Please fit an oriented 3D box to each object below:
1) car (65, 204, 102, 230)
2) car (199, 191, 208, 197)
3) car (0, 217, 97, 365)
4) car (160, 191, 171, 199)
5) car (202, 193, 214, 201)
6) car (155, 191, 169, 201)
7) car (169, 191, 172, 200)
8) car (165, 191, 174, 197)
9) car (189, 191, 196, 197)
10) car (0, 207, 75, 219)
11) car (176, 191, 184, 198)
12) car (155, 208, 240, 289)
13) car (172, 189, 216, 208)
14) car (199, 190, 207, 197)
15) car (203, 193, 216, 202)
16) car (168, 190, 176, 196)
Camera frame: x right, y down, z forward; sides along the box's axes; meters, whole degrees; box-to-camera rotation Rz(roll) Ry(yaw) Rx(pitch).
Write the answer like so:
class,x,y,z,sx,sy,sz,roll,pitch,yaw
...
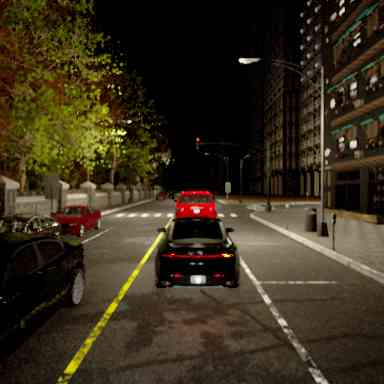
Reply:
class,x,y,z,sx,sy,sz,roll,pitch,yaw
car,-5.793,1.337,16.486,1.887,1.381,4.507,0,1,0
car,2.823,0.563,82.550,1.887,1.381,4.507,0,1,0
car,-3.091,1.415,4.837,1.882,1.535,5.008,0,1,0
car,-5.576,0.585,71.297,1.967,1.590,4.097,0,1,0
car,2.786,0.839,60.021,1.947,1.339,4.313,0,1,0
car,-5.595,0.855,60.034,1.802,1.307,4.206,0,1,0
car,-2.926,0.439,64.832,2.150,2.045,5.566,0,1,1
car,-5.558,0.546,82.393,1.752,1.417,4.829,0,1,0
car,0.128,0.501,81.260,1.882,1.535,5.008,0,1,0
car,-5.751,1.412,10.947,2.008,1.369,4.403,0,1,0
car,-2.872,0.591,80.365,1.994,1.385,4.181,0,1,0
car,0.111,1.393,8.807,1.837,1.490,4.892,0,1,0
car,0.137,0.985,18.806,2.150,2.045,5.566,0,1,-2
car,2.832,0.397,88.180,1.967,1.590,4.097,0,1,0
car,2.776,0.904,54.388,1.947,1.339,4.313,0,1,0
car,-5.539,0.336,93.824,1.967,1.590,4.097,0,1,0
